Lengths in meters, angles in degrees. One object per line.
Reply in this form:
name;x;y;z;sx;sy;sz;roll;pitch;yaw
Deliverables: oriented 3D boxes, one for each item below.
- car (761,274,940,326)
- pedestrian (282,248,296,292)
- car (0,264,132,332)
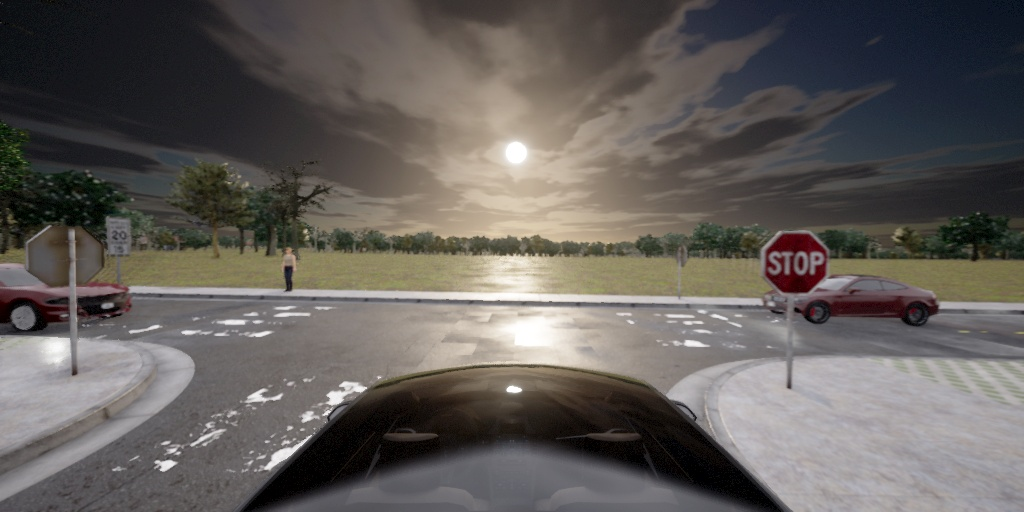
car;10.640;1.312;11.428;4.674;1.442;1.812;1;1;1
pedestrian;-9.268;0.554;14.893;0.375;1.860;0.375;0;0;2
car;-12.707;0.941;9.128;5.008;1.535;1.882;1;1;2
